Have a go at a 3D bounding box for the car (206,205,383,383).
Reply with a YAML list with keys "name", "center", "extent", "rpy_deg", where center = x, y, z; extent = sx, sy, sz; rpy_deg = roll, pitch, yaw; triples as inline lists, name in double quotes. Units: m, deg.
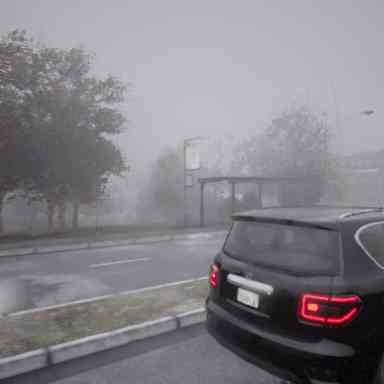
- name: "car"
  center: [2.781, 1.223, 5.111]
  extent: [5.566, 2.045, 2.150]
  rpy_deg: [0, 0, -36]
